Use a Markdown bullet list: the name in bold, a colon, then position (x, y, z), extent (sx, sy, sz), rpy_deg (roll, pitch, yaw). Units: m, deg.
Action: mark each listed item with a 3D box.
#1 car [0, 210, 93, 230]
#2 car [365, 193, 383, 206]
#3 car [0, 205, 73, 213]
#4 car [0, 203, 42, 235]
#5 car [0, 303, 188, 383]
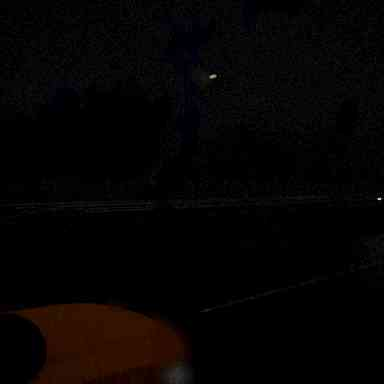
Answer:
- **car**: position (-6.421, 1.582, 12.312), extent (4.718, 1.301, 1.895), rpy_deg (-1, 0, -36)
- **car**: position (24.209, 0.903, 42.723), extent (4.553, 1.767, 2.097), rpy_deg (-1, 0, -35)
- **car**: position (-7.283, 1.458, 15.995), extent (4.902, 1.511, 2.128), rpy_deg (-1, 0, -36)
- **car**: position (-10.893, 1.464, 17.720), extent (5.008, 1.535, 1.882), rpy_deg (-1, 0, -35)
- **car**: position (-2.311, 1.485, 2.099), extent (5.008, 1.535, 1.882), rpy_deg (-1, 0, -36)
